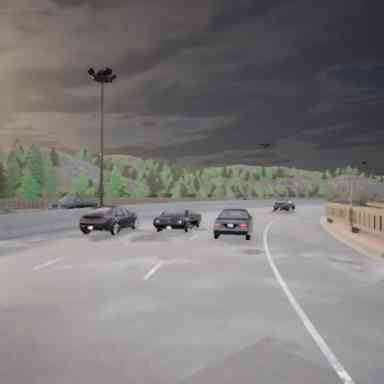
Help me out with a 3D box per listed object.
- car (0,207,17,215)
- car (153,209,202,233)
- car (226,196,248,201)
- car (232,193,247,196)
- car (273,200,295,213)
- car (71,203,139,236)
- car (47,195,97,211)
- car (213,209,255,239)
[{"bbox_3d":[-11.944,1.545,18.866,1.812,1.442,4.674,0,0,12],"label":"car"},{"bbox_3d":[-0.719,1.659,20.221,1.895,1.301,4.718,0,0,14],"label":"car"},{"bbox_3d":[7.851,1.876,60.987,1.837,1.490,4.892,0,-1,39],"label":"car"},{"bbox_3d":[9.351,1.268,68.111,2.150,2.045,5.566,0,-1,42],"label":"car"},{"bbox_3d":[11.409,1.701,41.038,1.837,1.490,4.892,0,0,29],"label":"car"},{"bbox_3d":[-4.570,1.546,18.988,1.837,1.490,4.892,0,0,12],"label":"car"},{"bbox_3d":[-11.677,1.321,32.960,2.150,2.045,5.566,0,0,20],"label":"car"},{"bbox_3d":[2.302,1.603,17.813,2.033,1.411,5.357,0,0,12],"label":"car"}]
